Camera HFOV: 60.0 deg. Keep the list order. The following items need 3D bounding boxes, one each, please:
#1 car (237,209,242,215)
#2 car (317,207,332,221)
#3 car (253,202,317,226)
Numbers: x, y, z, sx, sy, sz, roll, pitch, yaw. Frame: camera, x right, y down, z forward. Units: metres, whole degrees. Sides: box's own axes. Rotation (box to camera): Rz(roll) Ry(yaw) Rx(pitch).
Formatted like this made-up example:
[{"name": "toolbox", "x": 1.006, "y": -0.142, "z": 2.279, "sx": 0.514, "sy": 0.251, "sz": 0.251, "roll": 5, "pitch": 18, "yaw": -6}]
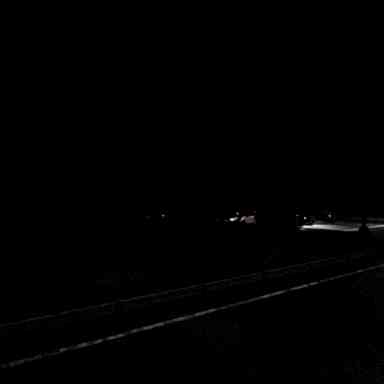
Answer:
[{"name": "car", "x": 2.687, "y": 1.787, "z": 34.647, "sx": 2.033, "sy": 1.411, "sz": 5.357, "roll": 0, "pitch": -1, "yaw": -42}, {"name": "car", "x": 8.938, "y": 1.586, "z": 27.233, "sx": 2.128, "sy": 1.511, "sz": 4.902, "roll": 0, "pitch": -1, "yaw": -39}, {"name": "car", "x": 6.580, "y": 1.651, "z": 24.583, "sx": 1.994, "sy": 1.385, "sz": 4.181, "roll": 0, "pitch": -1, "yaw": -39}]
